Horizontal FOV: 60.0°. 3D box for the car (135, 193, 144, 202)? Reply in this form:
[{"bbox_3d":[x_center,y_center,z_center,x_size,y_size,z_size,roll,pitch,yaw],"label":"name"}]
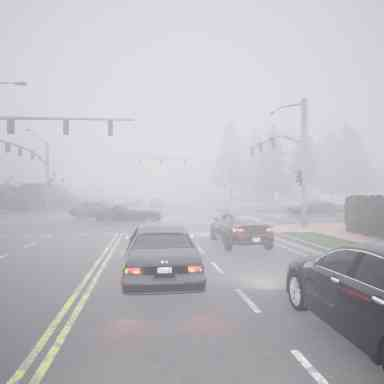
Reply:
[{"bbox_3d":[-9.994,1.482,59.449,1.882,1.535,5.008,0,0,-6],"label":"car"}]

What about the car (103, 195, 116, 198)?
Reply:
[{"bbox_3d":[-12.035,1.495,44.883,2.128,1.511,4.902,0,0,-4],"label":"car"}]

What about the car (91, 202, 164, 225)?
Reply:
[{"bbox_3d":[-4.487,1.603,23.876,4.718,1.301,1.895,0,0,-5],"label":"car"}]

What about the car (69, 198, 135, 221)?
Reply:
[{"bbox_3d":[-7.447,1.493,27.141,4.902,1.511,2.128,0,0,-5],"label":"car"}]

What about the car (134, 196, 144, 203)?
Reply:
[{"bbox_3d":[-11.028,1.530,69.596,1.812,1.442,4.674,0,0,-6],"label":"car"}]

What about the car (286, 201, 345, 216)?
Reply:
[{"bbox_3d":[12.070,1.550,32.486,5.357,1.411,2.033,0,0,-5],"label":"car"}]

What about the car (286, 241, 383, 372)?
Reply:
[{"bbox_3d":[2.982,1.505,4.941,1.837,1.490,4.892,0,0,-5],"label":"car"}]

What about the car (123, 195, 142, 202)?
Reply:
[{"bbox_3d":[-9.019,1.530,50.275,1.812,1.442,4.674,0,0,-6],"label":"car"}]

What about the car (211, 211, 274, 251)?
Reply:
[{"bbox_3d":[2.009,1.527,14.135,1.812,1.442,4.674,0,0,-7],"label":"car"}]

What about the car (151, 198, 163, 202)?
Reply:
[{"bbox_3d":[-5.309,1.568,50.167,1.994,1.385,4.181,0,0,-6],"label":"car"}]

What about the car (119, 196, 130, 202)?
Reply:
[{"bbox_3d":[-15.043,1.546,74.119,2.033,1.411,5.357,0,0,-6],"label":"car"}]

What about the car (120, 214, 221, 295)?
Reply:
[{"bbox_3d":[-0.835,1.548,8.875,2.033,1.411,5.357,0,0,-7],"label":"car"}]

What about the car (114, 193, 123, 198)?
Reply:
[{"bbox_3d":[-12.943,1.356,54.042,2.097,1.767,4.553,0,0,-6],"label":"car"}]

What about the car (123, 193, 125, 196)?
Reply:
[{"bbox_3d":[-13.941,1.227,63.635,2.150,2.045,5.566,0,0,-6],"label":"car"}]
